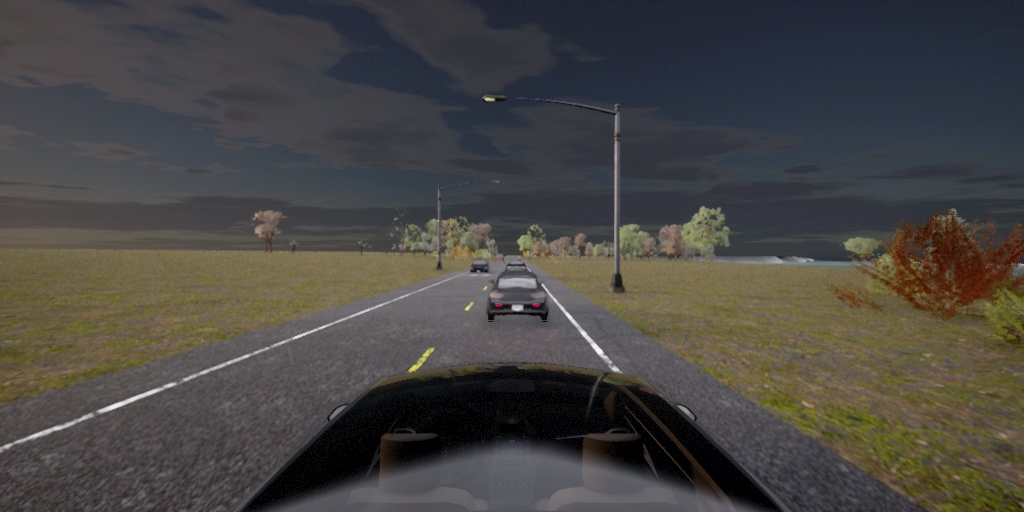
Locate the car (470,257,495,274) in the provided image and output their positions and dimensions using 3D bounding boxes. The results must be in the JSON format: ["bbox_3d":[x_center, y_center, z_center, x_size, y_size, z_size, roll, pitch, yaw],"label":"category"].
[{"bbox_3d":[-3.260,1.103,37.740,2.033,1.411,5.357,0,0,1],"label":"car"}]

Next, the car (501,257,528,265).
[{"bbox_3d":[0.373,1.083,31.394,2.128,1.511,4.902,0,0,1],"label":"car"}]

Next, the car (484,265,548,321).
[{"bbox_3d":[0.180,1.221,12.048,1.812,1.442,4.674,0,1,1],"label":"car"}]
